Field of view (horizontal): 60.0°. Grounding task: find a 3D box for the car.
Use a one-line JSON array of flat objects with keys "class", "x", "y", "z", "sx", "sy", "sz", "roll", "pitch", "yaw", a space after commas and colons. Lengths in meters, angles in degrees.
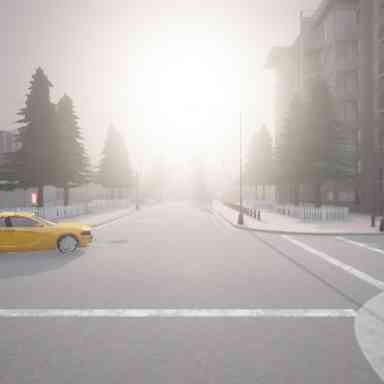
[{"class": "car", "x": -6.302, "y": 1.480, "z": 12.254, "sx": 5.008, "sy": 1.535, "sz": 1.882, "roll": 0, "pitch": 1, "yaw": -21}]
